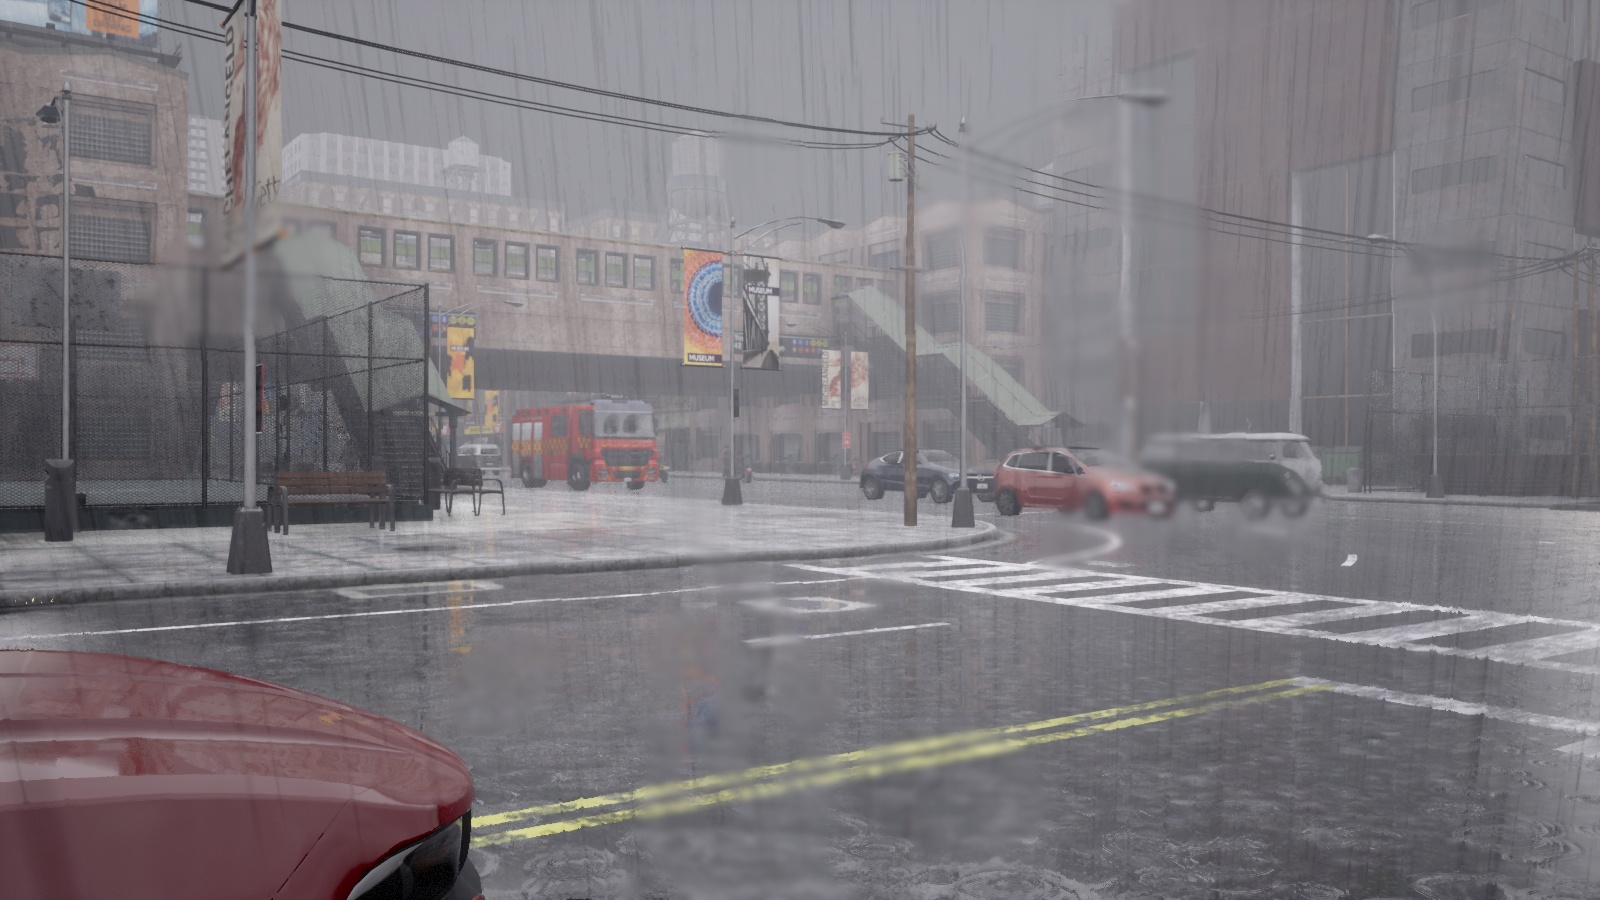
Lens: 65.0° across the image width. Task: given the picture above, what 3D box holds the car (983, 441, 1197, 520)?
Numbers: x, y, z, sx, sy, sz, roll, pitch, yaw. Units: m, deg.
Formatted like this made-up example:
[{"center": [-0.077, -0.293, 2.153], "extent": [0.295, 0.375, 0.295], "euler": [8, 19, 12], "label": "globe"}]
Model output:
[{"center": [6.588, 0.646, 29.040], "extent": [2.242, 1.667, 4.611], "euler": [0, 0, -31], "label": "car"}]

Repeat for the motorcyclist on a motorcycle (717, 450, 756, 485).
[{"center": [-3.128, 0.853, 61.787], "extent": [0.766, 1.649, 2.350], "euler": [0, 0, -35], "label": "motorcyclist on a motorcycle"}]

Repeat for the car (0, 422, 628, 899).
[{"center": [-2.898, 0.733, 1.605], "extent": [5.008, 1.535, 1.882], "euler": [0, 0, -36], "label": "car"}]

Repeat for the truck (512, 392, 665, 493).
[{"center": [-8.844, -0.275, 51.591], "extent": [2.891, 3.827, 8.468], "euler": [0, 0, -35], "label": "truck"}]

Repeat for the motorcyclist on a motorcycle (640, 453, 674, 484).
[{"center": [-6.989, 0.891, 61.219], "extent": [0.797, 1.523, 2.044], "euler": [0, 0, -35], "label": "motorcyclist on a motorcycle"}]

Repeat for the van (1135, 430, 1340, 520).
[{"center": [10.354, 0.549, 30.032], "extent": [1.775, 1.987, 4.442], "euler": [0, 0, -35], "label": "van"}]

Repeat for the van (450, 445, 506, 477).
[{"center": [-20.971, 0.712, 81.605], "extent": [2.069, 2.038, 4.480], "euler": [0, 0, -35], "label": "van"}]

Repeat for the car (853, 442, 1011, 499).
[{"center": [4.021, 0.611, 39.173], "extent": [2.152, 1.651, 5.027], "euler": [0, 0, -35], "label": "car"}]
